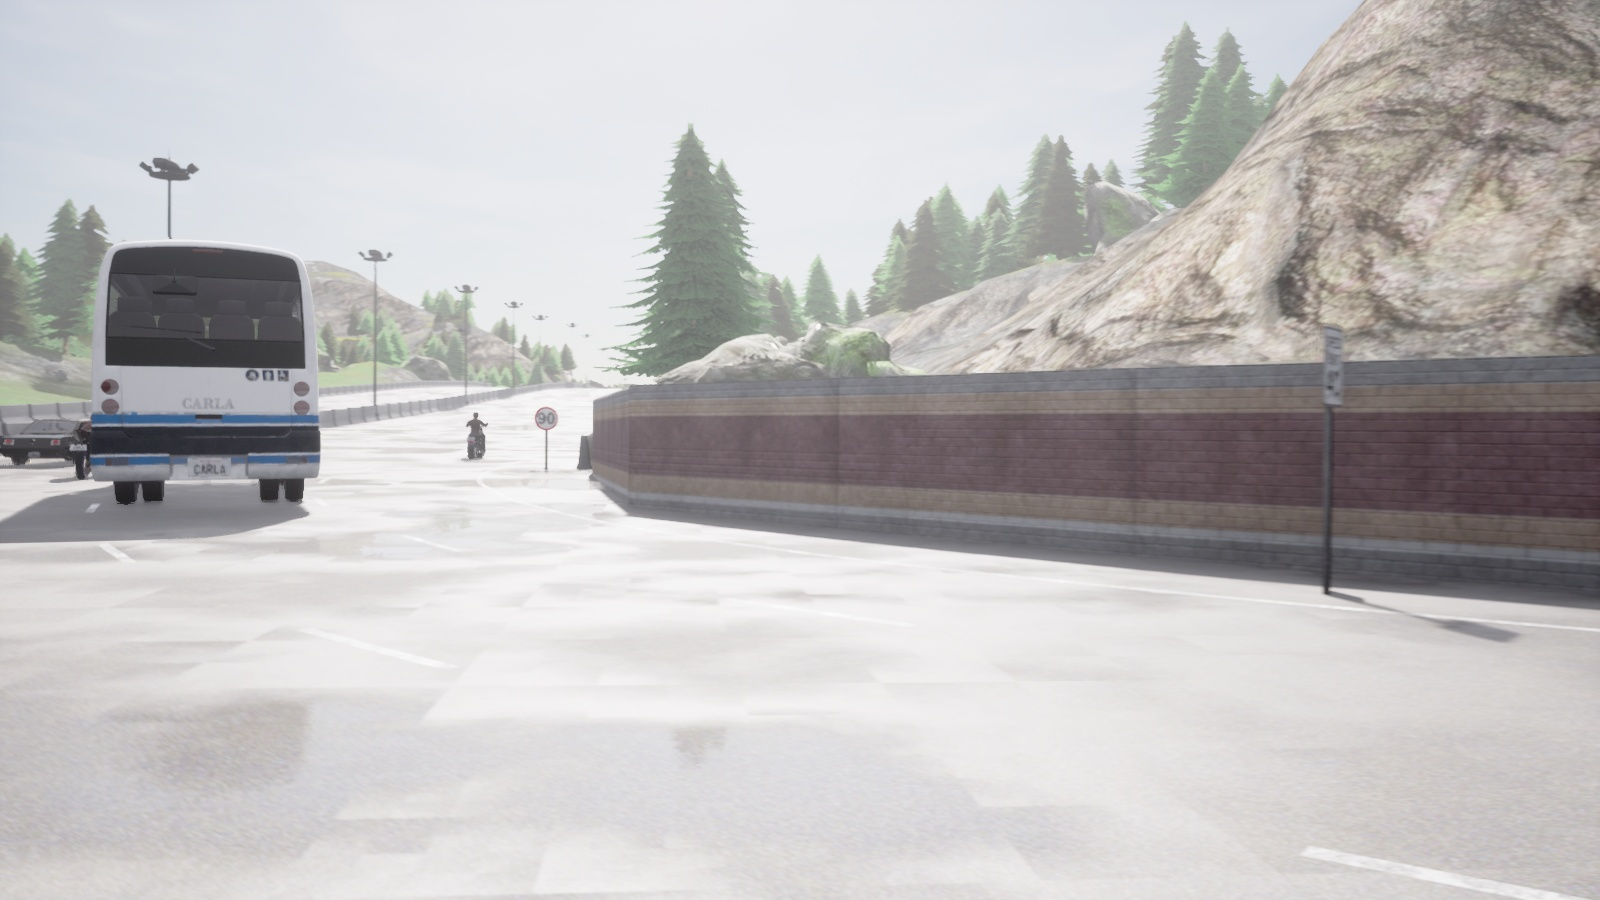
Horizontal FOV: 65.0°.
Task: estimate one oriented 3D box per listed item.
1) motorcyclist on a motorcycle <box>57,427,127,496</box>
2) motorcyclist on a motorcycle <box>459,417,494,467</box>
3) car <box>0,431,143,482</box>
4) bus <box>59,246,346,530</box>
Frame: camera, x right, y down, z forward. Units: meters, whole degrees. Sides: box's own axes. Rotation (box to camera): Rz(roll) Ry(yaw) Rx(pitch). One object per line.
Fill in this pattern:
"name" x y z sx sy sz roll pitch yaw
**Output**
"motorcyclist on a motorcycle" -16.526 0.231 29.363 0.866 1.530 2.191 0 1 -14
"motorcyclist on a motorcycle" -11.161 -0.304 43.360 0.766 1.649 2.350 0 2 -5
"car" -21.137 0.137 36.540 1.895 1.301 4.718 -1 2 -5
"bus" -11.335 -1.079 24.278 3.944 4.253 10.273 -2 2 -24
